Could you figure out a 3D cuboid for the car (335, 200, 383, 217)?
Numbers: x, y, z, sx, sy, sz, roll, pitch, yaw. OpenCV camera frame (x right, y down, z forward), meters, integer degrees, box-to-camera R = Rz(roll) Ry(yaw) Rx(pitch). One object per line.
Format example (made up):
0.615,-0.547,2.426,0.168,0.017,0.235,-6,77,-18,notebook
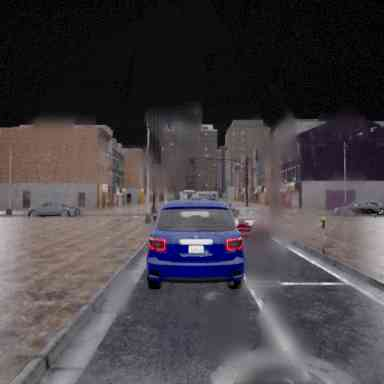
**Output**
16.157,1.556,31.654,4.902,1.511,2.128,0,-2,0,car

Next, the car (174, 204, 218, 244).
0.125,1.494,17.044,1.882,1.535,5.008,0,0,-1,car

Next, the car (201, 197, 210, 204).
2.776,1.836,70.959,1.752,1.417,4.829,1,-1,0,car

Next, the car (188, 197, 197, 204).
0.126,1.828,73.709,1.837,1.490,4.892,0,-1,0,car

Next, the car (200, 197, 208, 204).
2.785,1.887,76.397,1.752,1.417,4.829,1,-1,0,car

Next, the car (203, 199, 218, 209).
2.738,1.702,49.040,1.947,1.339,4.313,1,0,0,car

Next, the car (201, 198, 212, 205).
2.765,1.826,65.352,1.947,1.339,4.313,1,-1,0,car

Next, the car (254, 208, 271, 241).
2.689,1.457,16.856,1.967,1.590,4.097,2,0,0,car

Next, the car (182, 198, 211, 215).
0.408,1.587,37.782,1.837,1.490,4.892,-4,1,-16,car

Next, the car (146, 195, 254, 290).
0.057,1.227,9.239,2.150,2.045,5.566,0,0,-1,car

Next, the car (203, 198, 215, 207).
2.749,1.699,54.646,1.752,1.417,4.829,1,0,0,car

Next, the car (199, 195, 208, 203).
2.798,1.730,81.667,2.192,1.841,5.009,1,-1,0,car

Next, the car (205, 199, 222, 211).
2.729,1.670,43.603,1.947,1.339,4.313,1,0,0,car

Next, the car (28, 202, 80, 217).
-11.924,1.581,28.928,4.181,1.385,1.994,0,-2,0,car
